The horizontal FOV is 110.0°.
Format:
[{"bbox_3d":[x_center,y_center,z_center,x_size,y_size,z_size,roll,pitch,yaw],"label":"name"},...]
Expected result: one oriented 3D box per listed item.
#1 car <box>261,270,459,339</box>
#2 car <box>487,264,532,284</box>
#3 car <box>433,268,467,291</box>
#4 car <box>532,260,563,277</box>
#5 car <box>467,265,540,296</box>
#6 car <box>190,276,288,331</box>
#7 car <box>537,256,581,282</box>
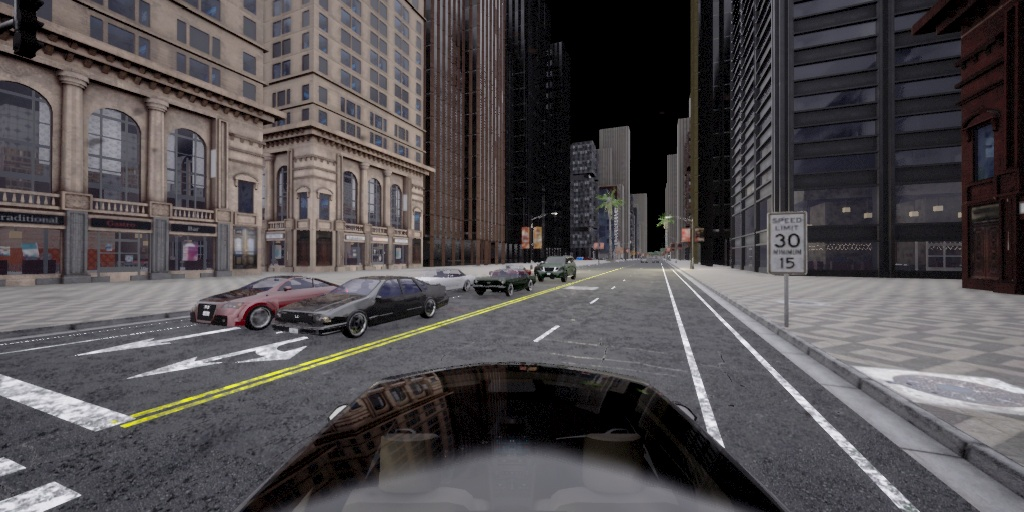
[{"bbox_3d":[-3.934,1.299,10.576,2.033,1.411,5.357,0,0,22],"label":"car"},{"bbox_3d":[-0.081,1.364,28.490,1.895,1.301,4.718,0,0,23],"label":"car"},{"bbox_3d":[-3.871,1.356,19.278,1.895,1.301,4.718,0,0,22],"label":"car"},{"bbox_3d":[3.836,1.250,37.915,1.882,1.535,5.008,0,0,23],"label":"car"},{"bbox_3d":[-0.287,1.357,19.444,1.895,1.301,4.718,0,0,23],"label":"car"},{"bbox_3d":[-7.198,1.315,11.173,1.994,1.385,4.181,0,0,23],"label":"car"},{"bbox_3d":[3.785,0.986,29.336,2.150,2.045,5.566,0,0,22],"label":"car"}]
